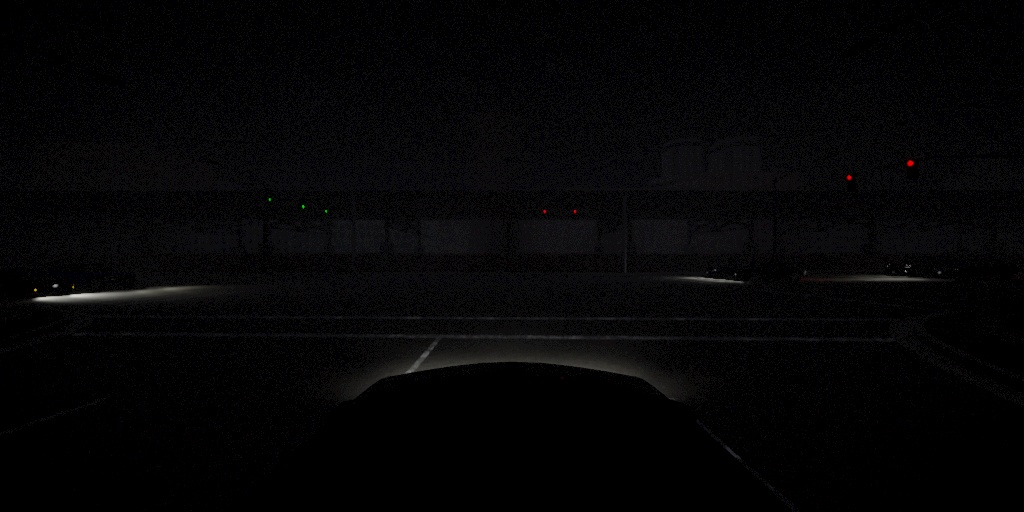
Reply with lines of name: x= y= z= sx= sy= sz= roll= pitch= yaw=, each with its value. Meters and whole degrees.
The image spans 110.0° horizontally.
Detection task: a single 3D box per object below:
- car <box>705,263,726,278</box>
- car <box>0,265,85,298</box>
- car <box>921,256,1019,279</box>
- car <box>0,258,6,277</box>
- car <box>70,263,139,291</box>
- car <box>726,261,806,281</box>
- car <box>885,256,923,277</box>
car: x=19.139 y=1.144 z=30.791 sx=4.674 sy=1.442 sz=1.812 roll=-1 pitch=0 yaw=2
car: x=-24.550 y=1.295 z=17.772 sx=4.181 sy=1.385 sz=1.994 roll=0 pitch=0 yaw=2
car: x=34.568 y=0.929 z=26.874 sx=4.902 sy=1.511 sz=2.128 roll=-1 pitch=0 yaw=1
car: x=-49.629 y=1.067 z=32.546 sx=4.553 sy=1.767 sz=2.097 roll=0 pitch=0 yaw=2
car: x=-25.188 y=1.204 z=21.292 sx=5.008 sy=1.535 sz=1.882 roll=0 pitch=0 yaw=2
car: x=19.460 y=1.124 z=27.276 sx=4.892 sy=1.490 sz=1.837 roll=-1 pitch=0 yaw=2
car: x=34.622 y=0.788 z=30.367 sx=4.553 sy=1.767 sz=2.097 roll=-1 pitch=0 yaw=2
